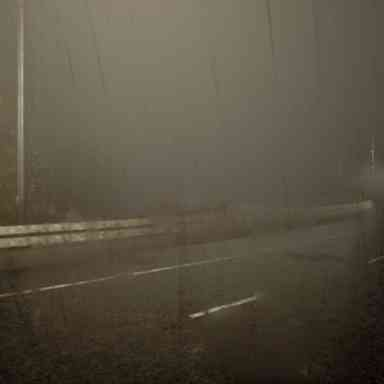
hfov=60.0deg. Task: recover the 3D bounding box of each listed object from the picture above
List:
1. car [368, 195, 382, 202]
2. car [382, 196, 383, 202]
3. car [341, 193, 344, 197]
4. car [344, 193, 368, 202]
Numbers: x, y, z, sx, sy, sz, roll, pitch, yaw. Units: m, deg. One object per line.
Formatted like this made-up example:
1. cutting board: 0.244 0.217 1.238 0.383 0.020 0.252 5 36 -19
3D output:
1. car: 43.850 1.645 81.718 1.837 1.490 4.892 0 0 3
2. car: 47.381 1.660 82.016 1.812 1.442 4.674 0 0 3
3. car: 40.599 1.644 84.839 1.882 1.535 5.008 0 0 3
4. car: 40.354 1.373 81.979 2.150 2.045 5.566 0 0 3
